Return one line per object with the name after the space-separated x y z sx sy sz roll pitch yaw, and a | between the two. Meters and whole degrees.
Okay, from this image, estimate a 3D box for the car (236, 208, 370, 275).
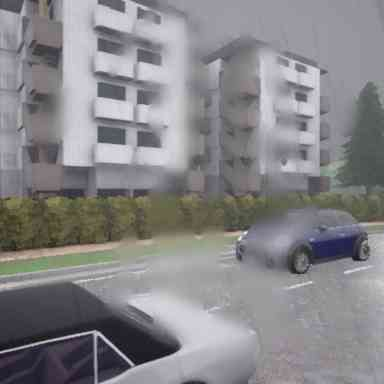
3.570 1.349 10.587 4.553 1.767 2.097 0 0 -33 | car

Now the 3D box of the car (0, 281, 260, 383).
-1.717 1.601 2.670 4.718 1.301 1.895 0 0 -37 | car
